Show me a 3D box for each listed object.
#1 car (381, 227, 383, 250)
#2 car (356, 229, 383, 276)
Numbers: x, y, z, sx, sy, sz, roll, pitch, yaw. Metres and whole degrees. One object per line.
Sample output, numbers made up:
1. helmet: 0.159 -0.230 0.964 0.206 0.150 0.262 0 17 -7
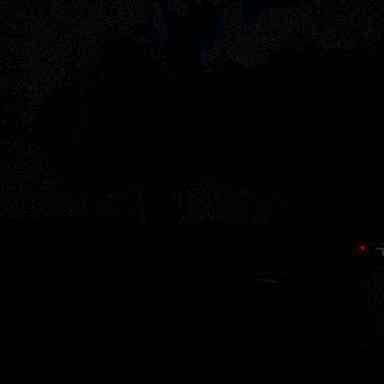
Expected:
1. car: 14.876 3.137 22.905 4.892 1.490 1.837 4 -5 -43
2. car: 7.819 2.120 12.136 4.553 1.767 2.097 5 -5 -43
